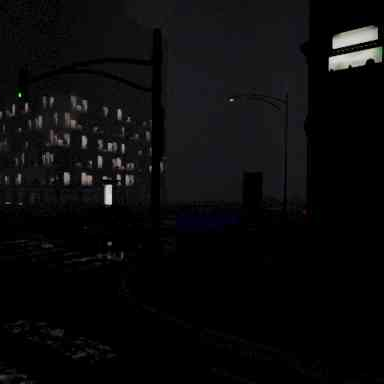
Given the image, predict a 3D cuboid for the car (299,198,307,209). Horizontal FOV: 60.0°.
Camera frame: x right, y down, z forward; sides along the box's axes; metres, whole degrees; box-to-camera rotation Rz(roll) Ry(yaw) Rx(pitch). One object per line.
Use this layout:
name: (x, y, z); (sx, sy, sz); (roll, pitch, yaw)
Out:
car: (15.639, 1.442, 42.313); (1.837, 1.490, 4.892); (1, 1, 36)

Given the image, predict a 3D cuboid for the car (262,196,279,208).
car: (10.082, 1.293, 44.390); (1.967, 1.590, 4.097); (1, 1, 35)

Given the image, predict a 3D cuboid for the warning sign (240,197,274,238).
warning sign: (3.157, 1.177, 16.097); (1.300, 1.860, 1.060); (1, 1, 35)

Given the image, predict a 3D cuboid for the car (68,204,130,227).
car: (-5.956, 1.467, 21.852); (1.947, 1.339, 4.313); (1, 1, 35)

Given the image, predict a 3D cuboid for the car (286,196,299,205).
car: (16.399, 1.364, 53.269); (1.752, 1.417, 4.829); (1, 1, 35)

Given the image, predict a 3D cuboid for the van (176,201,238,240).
van: (0.875, 1.368, 16.991); (1.690, 1.788, 3.998); (1, 1, 35)
